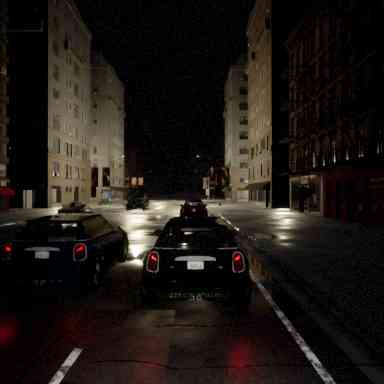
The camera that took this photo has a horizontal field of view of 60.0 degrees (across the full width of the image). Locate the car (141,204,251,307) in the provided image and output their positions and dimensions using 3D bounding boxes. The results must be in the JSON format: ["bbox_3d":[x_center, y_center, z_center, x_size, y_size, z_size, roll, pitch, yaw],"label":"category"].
[{"bbox_3d":[0.101,1.353,8.174,2.097,1.767,4.553,0,0,1],"label":"car"}]

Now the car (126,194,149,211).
[{"bbox_3d":[-6.555,1.242,40.497,2.150,2.045,5.566,0,0,0],"label":"car"}]

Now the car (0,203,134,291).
[{"bbox_3d":[-3.147,1.353,9.171,2.097,1.767,4.553,0,0,1],"label":"car"}]

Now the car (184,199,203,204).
[{"bbox_3d":[0.118,1.362,26.125,2.097,1.767,4.553,0,0,0],"label":"car"}]
